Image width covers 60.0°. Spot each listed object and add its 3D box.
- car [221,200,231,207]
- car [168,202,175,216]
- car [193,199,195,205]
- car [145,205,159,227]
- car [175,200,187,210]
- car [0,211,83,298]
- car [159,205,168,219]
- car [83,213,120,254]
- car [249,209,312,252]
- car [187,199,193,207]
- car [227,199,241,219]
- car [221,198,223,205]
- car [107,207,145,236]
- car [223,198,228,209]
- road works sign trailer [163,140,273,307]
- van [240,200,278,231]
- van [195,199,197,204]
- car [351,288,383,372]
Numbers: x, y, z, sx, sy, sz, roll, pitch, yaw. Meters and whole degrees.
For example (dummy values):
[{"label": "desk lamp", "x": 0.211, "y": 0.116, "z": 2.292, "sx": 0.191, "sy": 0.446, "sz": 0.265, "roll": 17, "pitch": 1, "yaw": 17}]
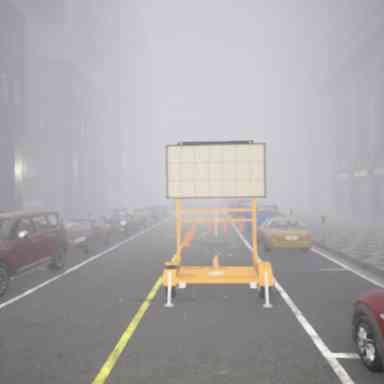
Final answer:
[{"label": "car", "x": 7.104, "y": 2.380, "z": 70.056, "sx": 1.802, "sy": 1.307, "sz": 4.206, "roll": -1, "pitch": -1, "yaw": 3}, {"label": "car", "x": -3.430, "y": 2.069, "z": 37.009, "sx": 1.947, "sy": 1.339, "sz": 4.313, "roll": -1, "pitch": -1, "yaw": 3}, {"label": "car", "x": -1.069, "y": 2.523, "z": 76.150, "sx": 1.887, "sy": 1.381, "sz": 4.507, "roll": -1, "pitch": -1, "yaw": 3}, {"label": "car", "x": -4.105, "y": 1.921, "z": 25.827, "sx": 2.008, "sy": 1.369, "sz": 4.403, "roll": -1, "pitch": -1, "yaw": 3}, {"label": "car", "x": -2.419, "y": 2.251, "z": 53.784, "sx": 1.887, "sy": 1.381, "sz": 4.507, "roll": -1, "pitch": -1, "yaw": 3}, {"label": "car", "x": -5.121, "y": 1.491, "z": 9.055, "sx": 2.192, "sy": 1.841, "sz": 5.009, "roll": -1, "pitch": -1, "yaw": 3}, {"label": "car", "x": -3.767, "y": 2.002, "z": 31.418, "sx": 1.947, "sy": 1.339, "sz": 4.313, "roll": -1, "pitch": -1, "yaw": 3}, {"label": "car", "x": -4.779, "y": 1.822, "z": 14.643, "sx": 1.802, "sy": 1.307, "sz": 4.206, "roll": -1, "pitch": -1, "yaw": 3}, {"label": "car", "x": 3.740, "y": 1.655, "z": 14.316, "sx": 1.752, "sy": 1.417, "sz": 4.829, "roll": -1, "pitch": -1, "yaw": 3}, {"label": "car", "x": -1.408, "y": 2.350, "z": 70.560, "sx": 1.967, "sy": 1.590, "sz": 4.097, "roll": -1, "pitch": -1, "yaw": 3}, {"label": "car", "x": 4.738, "y": 1.640, "z": 30.922, "sx": 2.192, "sy": 1.841, "sz": 5.009, "roll": -1, "pitch": -1, "yaw": 3}, {"label": "car", "x": 6.090, "y": 2.034, "z": 53.285, "sx": 1.967, "sy": 1.590, "sz": 4.097, "roll": -1, "pitch": -1, "yaw": 3}, {"label": "car", "x": -4.444, "y": 1.745, "z": 20.236, "sx": 1.967, "sy": 1.590, "sz": 4.097, "roll": -1, "pitch": -1, "yaw": 3}, {"label": "car", "x": 5.413, "y": 1.773, "z": 42.104, "sx": 2.192, "sy": 1.841, "sz": 5.009, "roll": -1, "pitch": -1, "yaw": 3}, {"label": "road works sign trailer", "x": 0.590, "y": 0.558, "z": 8.176, "sx": 2.380, "sy": 3.560, "sz": 2.880, "roll": -1, "pitch": -1, "yaw": 3}, {"label": "van", "x": 4.064, "y": 1.534, "z": 19.739, "sx": 1.690, "sy": 1.788, "sz": 3.998, "roll": -1, "pitch": -1, "yaw": 3}, {"label": "van", "x": -0.398, "y": 2.456, "z": 87.336, "sx": 1.690, "sy": 1.788, "sz": 3.998, "roll": -1, "pitch": -1, "yaw": 3}, {"label": "car", "x": 3.054, "y": 1.440, "z": 2.964, "sx": 1.967, "sy": 1.590, "sz": 4.097, "roll": -1, "pitch": -1, "yaw": 3}]
